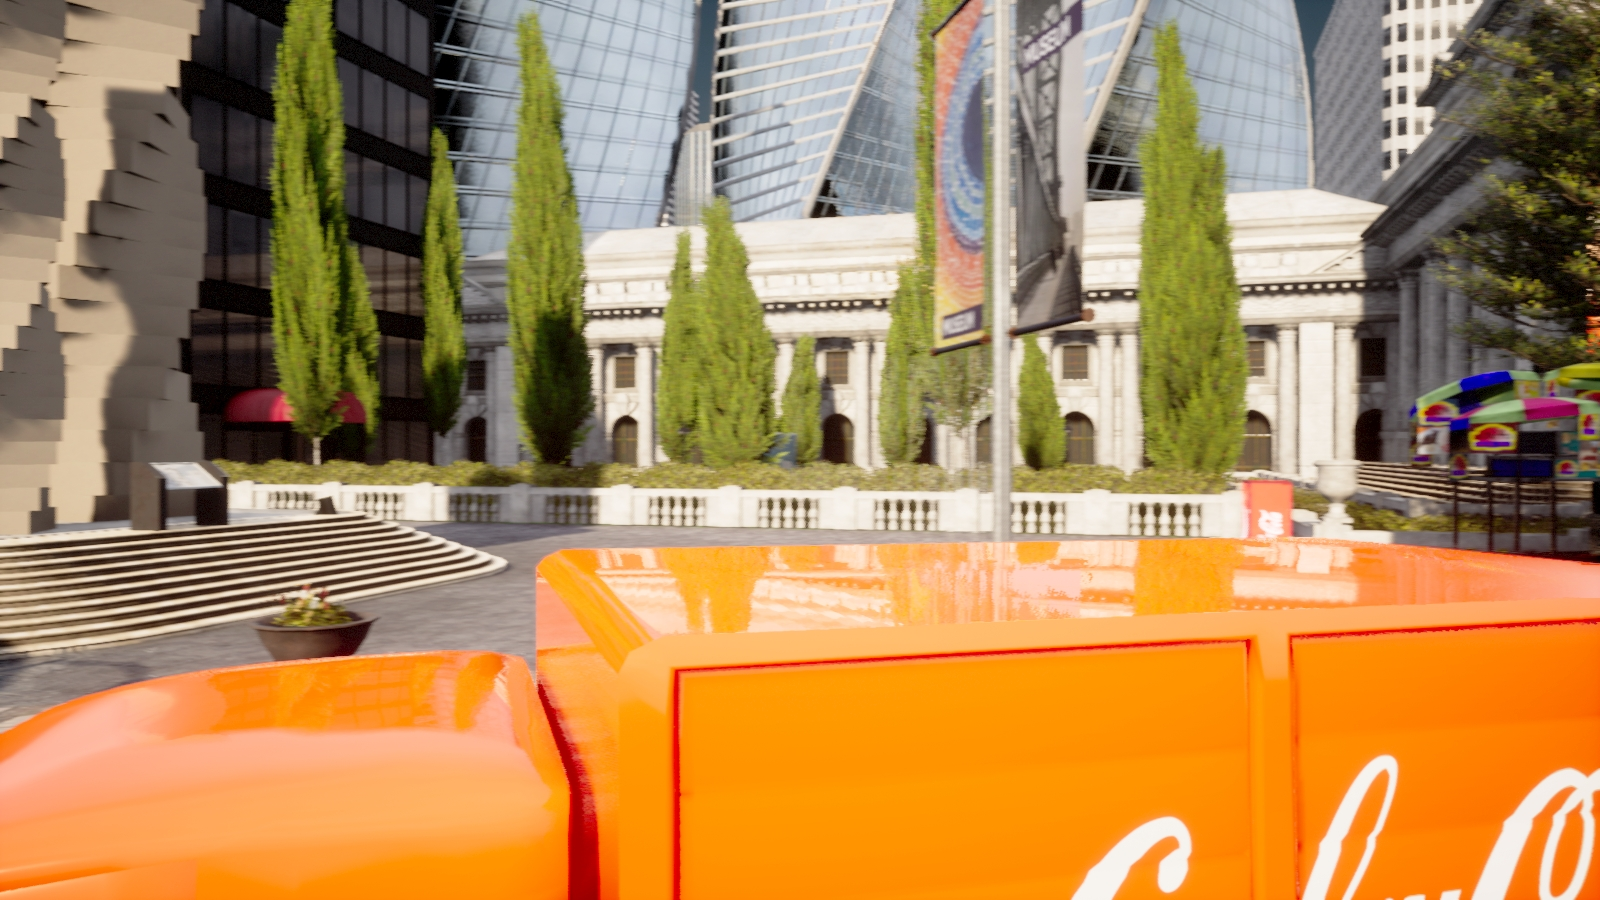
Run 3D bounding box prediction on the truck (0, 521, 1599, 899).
[{"bbox_3d":[0.120,1.565,3.305,5.204,2.467,2.627,0,0,-17],"label":"truck"}]
